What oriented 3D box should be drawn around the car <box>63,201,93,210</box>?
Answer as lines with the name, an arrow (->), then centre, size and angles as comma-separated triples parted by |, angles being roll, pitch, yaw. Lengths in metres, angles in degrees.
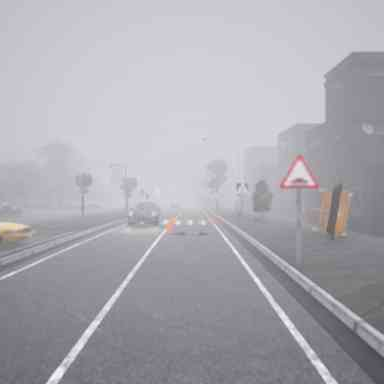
car -> -21.815, 2.550, 62.614 | 4.674, 1.452, 2.002 | 0, -1, 0

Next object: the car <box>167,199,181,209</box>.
car -> -3.120, 2.671, 65.193 | 2.033, 1.411, 5.357 | 0, -1, 1

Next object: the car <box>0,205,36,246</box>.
car -> -9.369, 1.465, 13.736 | 5.366, 1.575, 1.946 | 0, 0, 0

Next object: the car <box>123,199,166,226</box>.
car -> -3.328, 1.490, 24.329 | 2.097, 1.767, 4.553 | 0, -1, 0

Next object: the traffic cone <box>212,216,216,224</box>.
traffic cone -> 1.634, 2.106, 24.993 | 0.340, 0.580, 0.340 | 0, -1, 0

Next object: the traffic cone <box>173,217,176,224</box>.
traffic cone -> -1.369, 2.032, 20.995 | 0.340, 0.580, 0.340 | 0, -1, 0

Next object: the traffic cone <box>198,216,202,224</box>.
traffic cone -> 0.634, 2.106, 24.993 | 0.340, 0.580, 0.340 | 0, -1, 0

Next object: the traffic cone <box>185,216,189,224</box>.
traffic cone -> -0.365, 2.106, 24.995 | 0.340, 0.580, 0.340 | 0, -1, 0

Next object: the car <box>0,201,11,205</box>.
car -> -21.891, 1.880, 35.116 | 4.674, 1.452, 2.002 | 0, -1, 0

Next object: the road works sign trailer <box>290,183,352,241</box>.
road works sign trailer -> 6.082, 0.829, 15.280 | 2.880, 2.380, 3.560 | 9, 0, 13

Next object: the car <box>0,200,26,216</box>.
car -> -21.950, 1.790, 38.290 | 4.553, 1.767, 2.185 | 0, -1, 0

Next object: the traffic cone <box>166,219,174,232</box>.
traffic cone -> -1.372, 2.002, 18.995 | 0.340, 0.580, 0.340 | 0, -1, 0

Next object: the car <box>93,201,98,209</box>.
car -> -21.799, 2.591, 65.890 | 4.892, 1.521, 2.231 | 0, -1, 0

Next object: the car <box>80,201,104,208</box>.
car -> -21.776, 2.787, 72.309 | 4.674, 1.452, 2.002 | 0, -1, 0

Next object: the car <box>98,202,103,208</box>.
car -> -21.797, 2.670, 69.162 | 5.008, 1.535, 2.097 | 0, -1, 0
